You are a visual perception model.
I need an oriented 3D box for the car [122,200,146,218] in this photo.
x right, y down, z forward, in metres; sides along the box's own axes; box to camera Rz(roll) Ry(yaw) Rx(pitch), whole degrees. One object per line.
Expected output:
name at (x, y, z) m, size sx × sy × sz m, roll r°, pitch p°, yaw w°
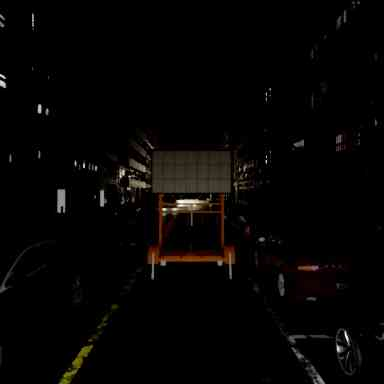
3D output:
car at (-5.721, 1.521, 30.520) m, size 1.752 × 1.417 × 4.829 m, roll 0°, pitch 0°, yaw 0°

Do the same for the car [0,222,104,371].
car at (-3.105, 1.491, 5.043) m, size 2.128 × 1.511 × 4.902 m, roll 0°, pitch 0°, yaw 0°

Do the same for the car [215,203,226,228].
car at (2.672, 1.549, 19.423) m, size 2.008 × 1.369 × 4.403 m, roll 0°, pitch 0°, yaw 0°

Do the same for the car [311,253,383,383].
car at (2.690, 1.566, 2.514) m, size 1.947 × 1.339 × 4.313 m, roll 0°, pitch 0°, yaw 0°

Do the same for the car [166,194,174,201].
car at (-5.783, 1.409, 87.054) m, size 1.967 × 1.590 × 4.097 m, roll 0°, pitch 0°, yaw 0°

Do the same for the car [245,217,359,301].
car at (2.684, 1.545, 8.151) m, size 1.887 × 1.381 × 4.507 m, roll 0°, pitch 0°, yaw 0°

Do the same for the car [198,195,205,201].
car at (2.603, 1.497, 81.594) m, size 1.752 × 1.417 × 4.829 m, roll 0°, pitch 0°, yaw 0°

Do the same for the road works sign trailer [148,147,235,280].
road works sign trailer at (-0.009, 0.464, 9.917) m, size 2.380 × 3.560 × 2.880 m, roll 0°, pitch 0°, yaw 0°

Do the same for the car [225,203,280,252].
car at (2.678, 1.439, 13.788) m, size 1.967 × 1.590 × 4.097 m, roll 0°, pitch 0°, yaw 0°

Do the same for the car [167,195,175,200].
car at (-5.789, 1.510, 92.692) m, size 1.887 × 1.381 × 4.507 m, roll 0°, pitch 0°, yaw 0°

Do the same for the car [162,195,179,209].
car at (-3.147, 1.515, 46.613) m, size 1.812 × 1.442 × 4.674 m, roll 0°, pitch 0°, yaw 0°

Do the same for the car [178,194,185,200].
car at (-3.097, 1.296, 89.944) m, size 2.097 × 1.767 × 4.553 m, roll 0°, pitch 0°, yaw 0°

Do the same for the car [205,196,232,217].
car at (2.661, 1.310, 30.696) m, size 2.192 × 1.841 × 5.009 m, roll 0°, pitch 0°, yaw 0°

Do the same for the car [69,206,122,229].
car at (-5.709, 1.564, 19.417) m, size 1.947 × 1.339 × 4.313 m, roll 0°, pitch 0°, yaw 0°

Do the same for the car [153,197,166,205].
car at (-5.753, 1.566, 58.874) m, size 1.802 × 1.307 × 4.206 m, roll 0°, pitch 0°, yaw 0°

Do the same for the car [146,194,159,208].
car at (-5.740, 1.429, 47.601) m, size 1.967 × 1.590 × 4.097 m, roll 0°, pitch 0°, yaw 0°

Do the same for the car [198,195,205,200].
car at (2.591, 1.510, 92.696) m, size 1.887 × 1.381 × 4.507 m, roll 0°, pitch 0°, yaw 0°
